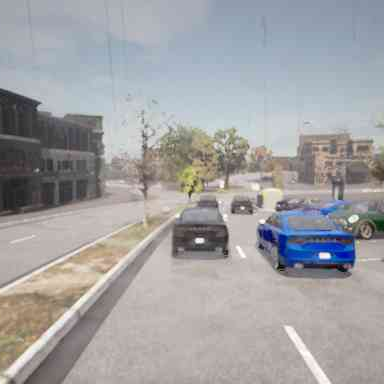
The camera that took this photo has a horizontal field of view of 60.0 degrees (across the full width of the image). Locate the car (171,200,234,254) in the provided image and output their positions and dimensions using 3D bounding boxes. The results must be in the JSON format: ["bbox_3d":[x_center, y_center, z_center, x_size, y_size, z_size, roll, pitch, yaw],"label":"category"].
[{"bbox_3d":[0.343,1.282,12.576,1.882,1.535,5.008,0,1,2],"label":"car"}]

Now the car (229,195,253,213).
[{"bbox_3d":[4.555,1.092,30.772,1.837,1.490,4.892,0,1,5],"label":"car"}]

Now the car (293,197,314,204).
[{"bbox_3d":[8.543,1.231,18.388,5.008,1.535,2.097,1,0,-16],"label":"car"}]

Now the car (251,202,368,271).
[{"bbox_3d":[3.258,1.320,10.410,1.882,1.535,5.008,0,1,2],"label":"car"}]

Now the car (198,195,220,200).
[{"bbox_3d":[1.554,1.071,30.922,1.837,1.490,4.892,0,1,5],"label":"car"}]

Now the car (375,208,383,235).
[{"bbox_3d":[8.174,1.344,9.539,4.892,1.521,2.231,1,1,-18],"label":"car"}]

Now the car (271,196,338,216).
[{"bbox_3d":[9.193,1.162,27.238,4.792,1.488,2.163,1,0,-15],"label":"car"}]

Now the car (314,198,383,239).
[{"bbox_3d":[8.432,1.142,15.444,4.553,1.767,2.185,1,1,-17],"label":"car"}]

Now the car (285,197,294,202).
[{"bbox_3d":[8.728,1.237,21.332,4.674,1.452,2.002,1,1,-16],"label":"car"}]

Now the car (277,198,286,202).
[{"bbox_3d":[8.923,1.164,24.283,4.892,1.521,2.231,1,0,-15],"label":"car"}]
